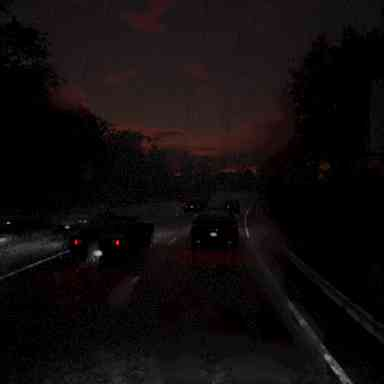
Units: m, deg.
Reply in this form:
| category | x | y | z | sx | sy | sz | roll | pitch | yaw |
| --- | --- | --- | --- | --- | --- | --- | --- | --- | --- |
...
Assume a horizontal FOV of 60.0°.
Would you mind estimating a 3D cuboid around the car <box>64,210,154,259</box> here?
| category | x | y | z | sx | sy | sz | roll | pitch | yaw |
| --- | --- | --- | --- | --- | --- | --- | --- | --- | --- |
| car | -2.705 | 1.575 | 12.429 | 1.895 | 1.301 | 4.718 | 0 | 0 | 5 |

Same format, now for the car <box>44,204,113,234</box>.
| category | x | y | z | sx | sy | sz | roll | pitch | yaw |
| --- | --- | --- | --- | --- | --- | --- | --- | --- | --- |
| car | -5.765 | 1.449 | 18.603 | 2.128 | 1.511 | 4.902 | 0 | 0 | 7 |

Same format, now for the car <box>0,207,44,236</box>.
| category | x | y | z | sx | sy | sz | roll | pitch | yaw |
| --- | --- | --- | --- | --- | --- | --- | --- | --- | --- |
| car | -9.362 | 1.516 | 18.001 | 1.994 | 1.385 | 4.181 | 0 | 0 | 7 |

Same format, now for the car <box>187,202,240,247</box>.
| category | x | y | z | sx | sy | sz | roll | pitch | yaw |
| --- | --- | --- | --- | --- | --- | --- | --- | --- | --- |
| car | 1.079 | 1.454 | 15.032 | 1.882 | 1.535 | 5.008 | 0 | 0 | 6 |

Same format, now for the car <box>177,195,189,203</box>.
| category | x | y | z | sx | sy | sz | roll | pitch | yaw |
| --- | --- | --- | --- | --- | --- | --- | --- | --- | --- |
| car | -1.360 | 1.307 | 61.084 | 1.837 | 1.490 | 4.892 | 0 | 1 | 12 |

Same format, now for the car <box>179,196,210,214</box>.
| category | x | y | z | sx | sy | sz | roll | pitch | yaw |
| --- | --- | --- | --- | --- | --- | --- | --- | --- | --- |
| car | 0.466 | 1.475 | 34.690 | 2.033 | 1.411 | 5.357 | 0 | 0 | 11 |

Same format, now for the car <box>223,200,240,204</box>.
| category | x | y | z | sx | sy | sz | roll | pitch | yaw |
| --- | --- | --- | --- | --- | --- | --- | --- | --- | --- |
| car | 3.980 | 1.482 | 34.444 | 2.033 | 1.411 | 5.357 | 0 | 0 | 11 |
